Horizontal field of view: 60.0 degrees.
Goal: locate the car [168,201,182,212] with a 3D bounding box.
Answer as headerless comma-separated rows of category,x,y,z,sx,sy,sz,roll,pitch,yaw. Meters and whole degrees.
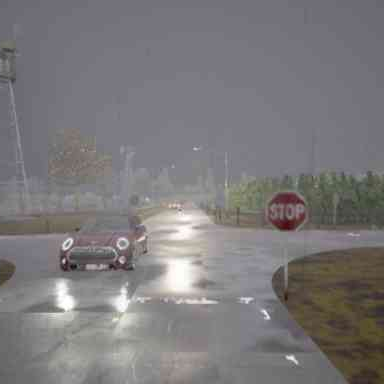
car,-2.789,2.281,54.015,2.097,1.767,4.553,0,-1,0

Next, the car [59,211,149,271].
car,-2.768,1.506,11.378,2.097,1.767,4.553,0,-1,0
